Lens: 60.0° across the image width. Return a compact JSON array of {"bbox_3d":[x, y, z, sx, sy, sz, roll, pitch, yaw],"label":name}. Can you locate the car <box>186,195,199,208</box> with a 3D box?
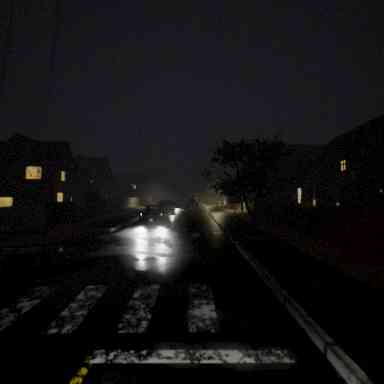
[{"bbox_3d":[0.038,1.750,54.340,1.837,1.490,4.892,0,0,0],"label":"car"}]

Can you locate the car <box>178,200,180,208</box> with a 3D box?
[{"bbox_3d":[-2.876,1.720,51.999,2.128,1.511,4.902,0,0,0],"label":"car"}]

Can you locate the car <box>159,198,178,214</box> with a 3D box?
[{"bbox_3d":[-2.888,1.614,36.896,1.882,1.535,5.008,0,0,0],"label":"car"}]

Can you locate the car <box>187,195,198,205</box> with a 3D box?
[{"bbox_3d":[0.024,1.574,68.073,2.150,2.045,5.566,0,0,0],"label":"car"}]

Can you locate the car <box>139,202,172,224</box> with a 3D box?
[{"bbox_3d":[-2.876,1.686,25.694,1.895,1.301,4.718,0,0,0],"label":"car"}]
